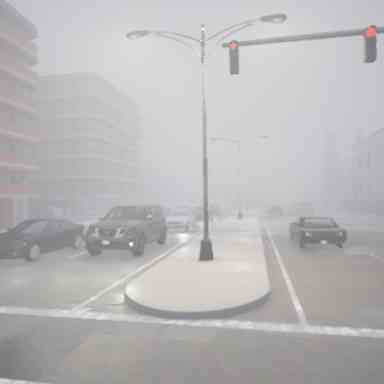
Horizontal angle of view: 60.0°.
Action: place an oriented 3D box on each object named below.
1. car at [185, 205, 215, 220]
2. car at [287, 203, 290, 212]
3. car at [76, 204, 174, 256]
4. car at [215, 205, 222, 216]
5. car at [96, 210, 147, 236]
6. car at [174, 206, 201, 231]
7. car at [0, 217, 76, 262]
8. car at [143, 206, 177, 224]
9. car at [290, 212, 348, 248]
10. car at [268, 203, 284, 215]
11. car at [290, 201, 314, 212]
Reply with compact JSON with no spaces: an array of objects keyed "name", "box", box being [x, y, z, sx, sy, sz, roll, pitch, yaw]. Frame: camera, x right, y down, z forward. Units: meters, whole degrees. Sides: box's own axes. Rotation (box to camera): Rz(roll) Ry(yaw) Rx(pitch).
[{"name":"car","box":[0.880,2.182,33.791,1.837,1.490,4.892,-1,-1,11]},{"name":"car","box":[16.414,2.179,53.269,2.097,1.767,4.553,-1,-1,11]},{"name":"car","box":[-2.693,1.578,15.133,2.150,2.045,5.566,-1,-1,11]},{"name":"car","box":[2.798,2.409,43.614,1.994,1.385,4.181,-1,-1,11]},{"name":"car","box":[-4.728,2.074,23.098,1.812,1.442,4.674,-1,-1,11]},{"name":"car","box":[-0.850,2.046,24.719,1.812,1.442,4.674,-1,-1,11]},{"name":"car","box":[-6.454,1.874,14.203,1.882,1.535,5.008,-1,-1,11]},{"name":"car","box":[-2.976,2.184,32.272,1.882,1.535,5.008,-1,-1,11]},{"name":"car","box":[5.901,1.842,16.101,1.895,1.301,4.718,-1,-1,10]},{"name":"car","box":[11.249,2.259,44.621,1.812,1.442,4.674,-1,-1,11]},{"name":"car","box":[14.532,2.011,43.449,2.097,1.767,4.553,-1,-1,11]}]
